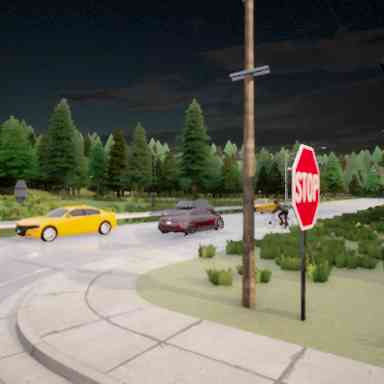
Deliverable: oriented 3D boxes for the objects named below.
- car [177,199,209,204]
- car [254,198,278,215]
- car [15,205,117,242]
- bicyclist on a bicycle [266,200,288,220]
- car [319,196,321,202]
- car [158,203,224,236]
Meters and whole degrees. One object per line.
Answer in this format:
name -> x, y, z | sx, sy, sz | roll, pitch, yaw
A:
car -> -0.235, 1.319, 24.321 | 2.097, 1.767, 4.553 | 0, 0, 36
car -> 7.233, 1.446, 34.393 | 1.882, 1.535, 5.008 | 0, 0, 37
car -> -6.041, 1.445, 16.480 | 1.882, 1.535, 5.008 | 0, 0, 37
bicyclist on a bicycle -> 4.843, 1.285, 18.605 | 1.656, 1.620, 0.582 | 0, 0, 37
car -> 16.269, 0.912, 46.440 | 2.150, 2.045, 5.566 | 0, 0, 37
car -> 0.026, 1.539, 18.457 | 1.994, 1.385, 4.181 | 0, 0, 37
